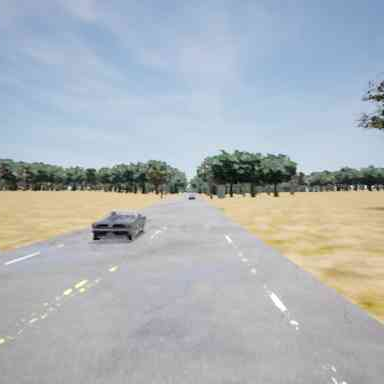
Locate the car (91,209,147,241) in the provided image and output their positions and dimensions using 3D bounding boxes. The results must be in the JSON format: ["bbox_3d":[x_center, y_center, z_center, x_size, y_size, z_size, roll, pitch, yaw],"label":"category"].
[{"bbox_3d":[-3.534,1.559,16.851,1.895,1.301,4.718,0,0,1],"label":"car"}]

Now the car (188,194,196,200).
[{"bbox_3d":[0.019,1.462,85.771,1.895,1.301,4.718,0,0,0],"label":"car"}]
